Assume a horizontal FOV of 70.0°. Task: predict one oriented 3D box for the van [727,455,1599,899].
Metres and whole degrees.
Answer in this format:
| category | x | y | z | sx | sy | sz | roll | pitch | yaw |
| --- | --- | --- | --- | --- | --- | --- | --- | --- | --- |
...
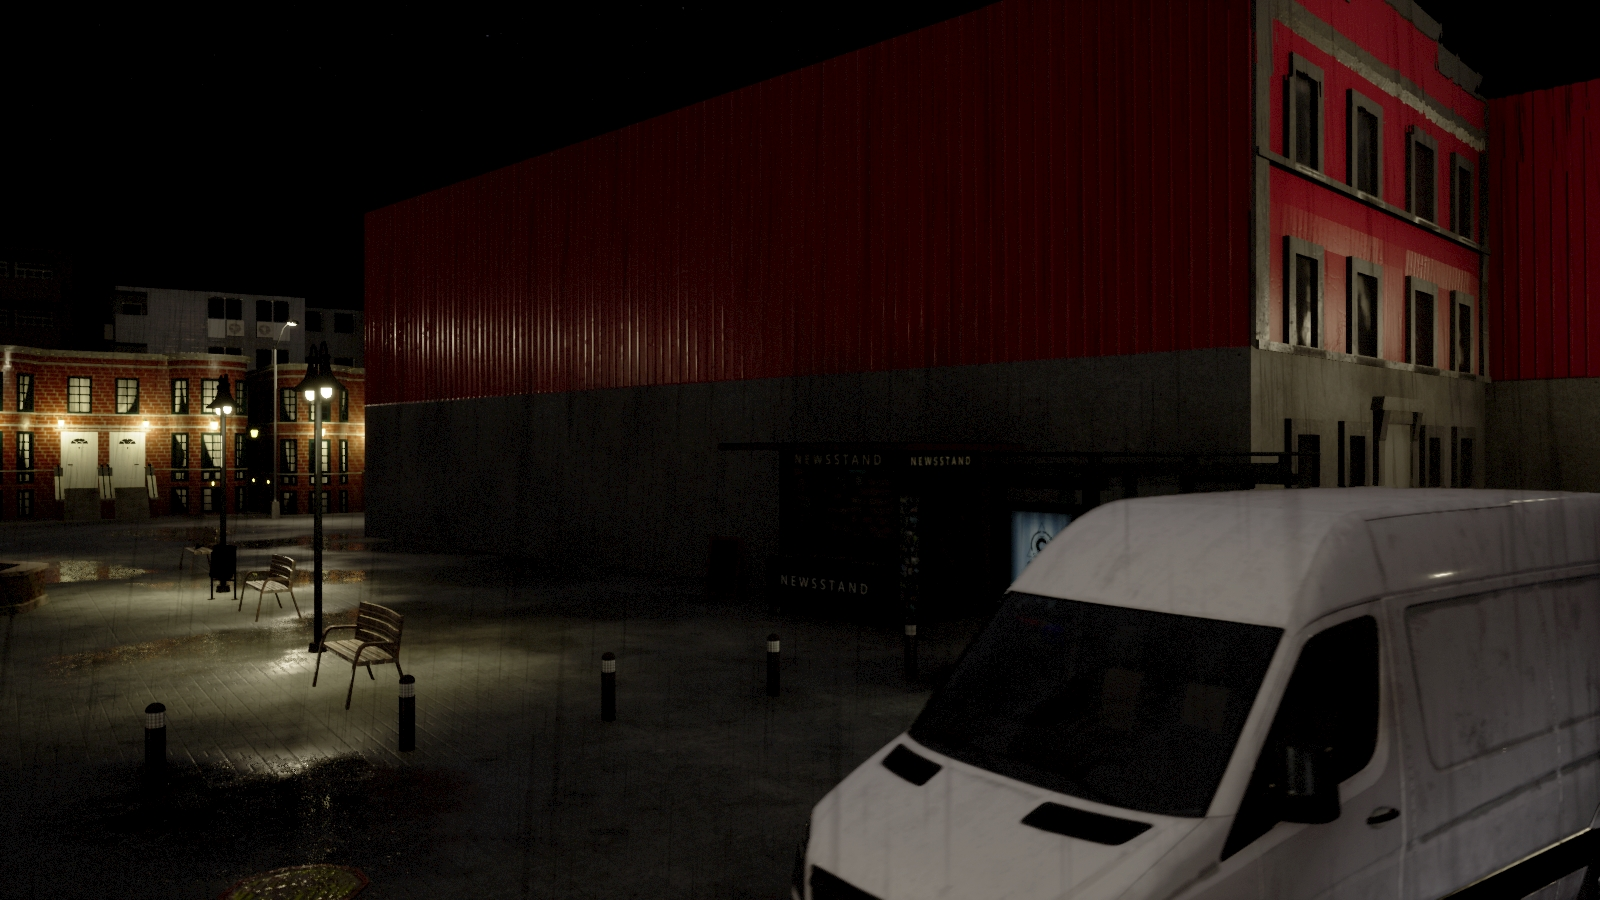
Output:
| category | x | y | z | sx | sy | sz | roll | pitch | yaw |
| --- | --- | --- | --- | --- | --- | --- | --- | --- | --- |
| van | 2.646 | 1.315 | 6.280 | 5.915 | 2.561 | 1.988 | 0 | 0 | -35 |
